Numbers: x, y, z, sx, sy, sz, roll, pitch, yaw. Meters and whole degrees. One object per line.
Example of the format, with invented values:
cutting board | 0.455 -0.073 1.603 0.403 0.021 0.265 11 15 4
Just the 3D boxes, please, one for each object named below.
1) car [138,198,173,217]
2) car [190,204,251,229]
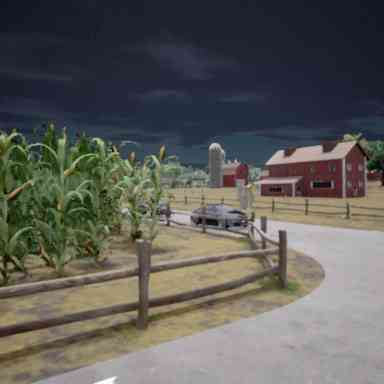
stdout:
car | -3.419 1.292 27.884 1.837 1.490 4.892 -2 2 -36
car | 1.747 1.467 20.633 1.994 1.385 4.181 -2 2 -38
